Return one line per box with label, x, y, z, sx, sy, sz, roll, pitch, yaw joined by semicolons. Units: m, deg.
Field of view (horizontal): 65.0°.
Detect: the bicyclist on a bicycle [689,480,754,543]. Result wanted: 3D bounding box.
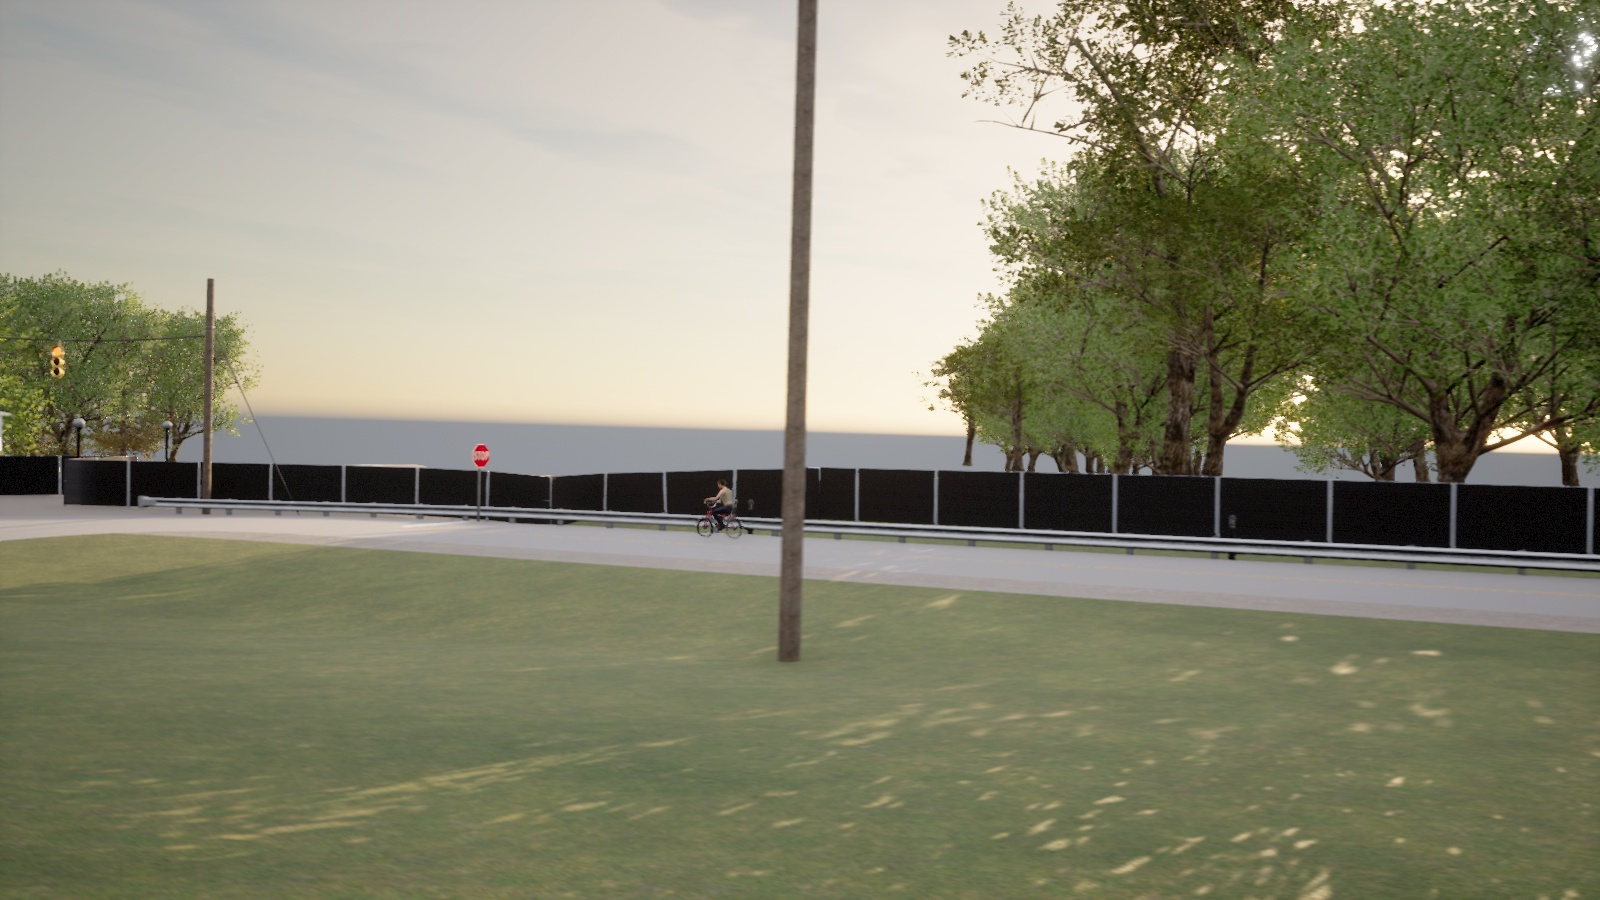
bicyclist on a bicycle;-2.127;1.637;33.838;1.509;1.612;0.866;-1;0;32
